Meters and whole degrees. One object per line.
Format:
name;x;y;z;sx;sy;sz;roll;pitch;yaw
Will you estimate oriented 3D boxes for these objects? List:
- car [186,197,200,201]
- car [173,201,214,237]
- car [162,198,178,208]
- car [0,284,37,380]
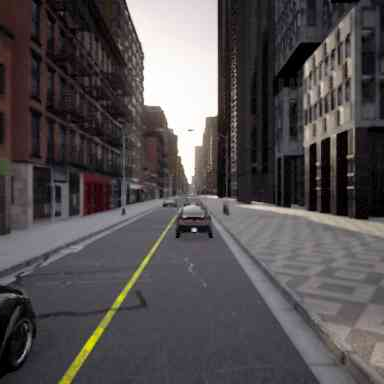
car;0.112;1.317;35.674;2.097;1.767;4.553;0;0;0
car;0.108;1.490;17.841;1.837;1.490;4.892;0;0;0
car;-3.049;1.519;47.187;1.994;1.385;4.181;0;0;0
car;-3.099;1.561;2.833;1.994;1.385;4.181;0;0;0
